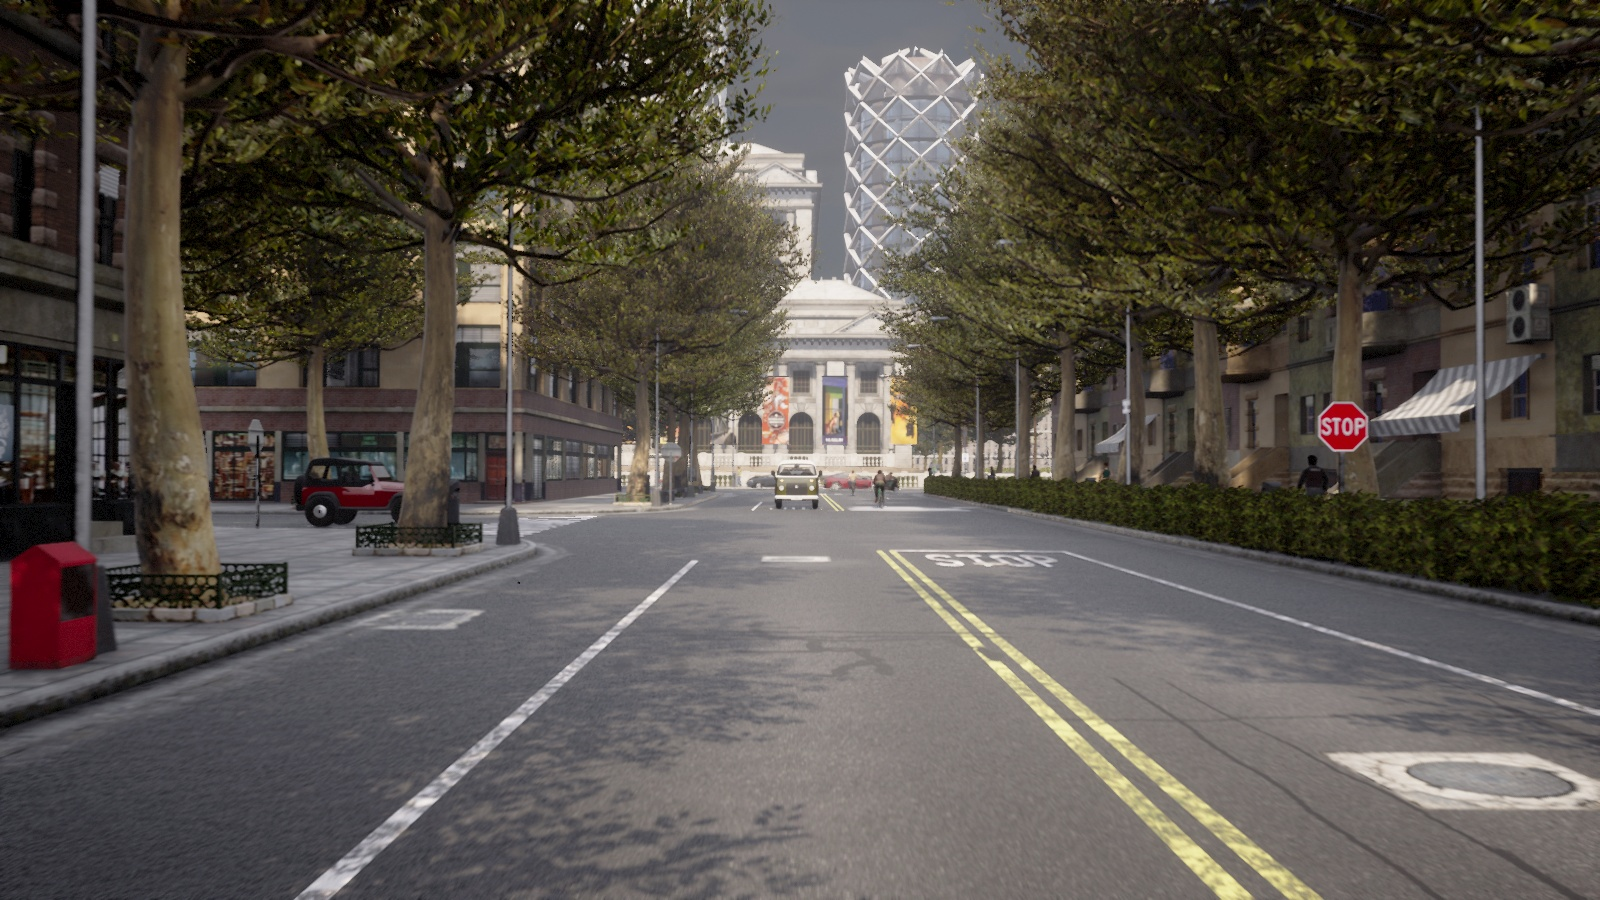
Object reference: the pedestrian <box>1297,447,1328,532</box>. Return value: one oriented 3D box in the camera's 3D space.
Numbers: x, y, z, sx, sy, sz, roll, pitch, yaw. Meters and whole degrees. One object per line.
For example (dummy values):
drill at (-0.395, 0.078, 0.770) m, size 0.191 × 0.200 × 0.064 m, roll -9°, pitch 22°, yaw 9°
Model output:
pedestrian at (11.772, 0.907, 28.849) m, size 0.402 × 1.930 × 0.666 m, roll 0°, pitch -1°, yaw 0°

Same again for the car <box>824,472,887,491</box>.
car at (4.245, 2.417, 96.752) m, size 4.792 × 1.488 × 2.163 m, roll 0°, pitch -1°, yaw 0°

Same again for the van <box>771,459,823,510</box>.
van at (-0.119, 1.424, 52.911) m, size 2.069 × 2.038 × 4.480 m, roll 0°, pitch -1°, yaw 0°

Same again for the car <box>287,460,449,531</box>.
car at (-11.933, 1.242, 34.874) m, size 3.866 × 1.878 × 1.905 m, roll 0°, pitch -1°, yaw -1°
